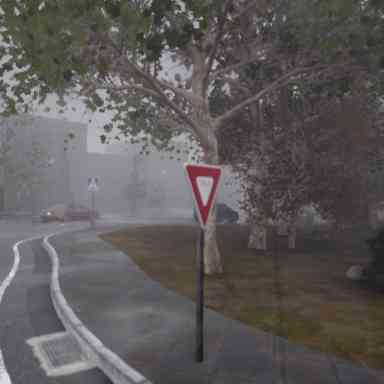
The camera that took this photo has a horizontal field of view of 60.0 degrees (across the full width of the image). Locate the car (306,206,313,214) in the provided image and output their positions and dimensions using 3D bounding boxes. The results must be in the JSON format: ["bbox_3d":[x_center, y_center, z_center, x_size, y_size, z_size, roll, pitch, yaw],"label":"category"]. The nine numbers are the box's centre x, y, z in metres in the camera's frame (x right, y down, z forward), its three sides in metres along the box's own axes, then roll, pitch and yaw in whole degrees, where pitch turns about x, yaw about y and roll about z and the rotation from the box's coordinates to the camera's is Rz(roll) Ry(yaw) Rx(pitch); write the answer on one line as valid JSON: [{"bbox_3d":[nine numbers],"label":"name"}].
[{"bbox_3d":[27.837,4.340,77.244,2.435,2.045,5.566,1,-1,43],"label":"car"}]

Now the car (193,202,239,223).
[{"bbox_3d":[2.448,2.062,33.013,2.150,2.045,5.566,1,-4,41],"label":"car"}]

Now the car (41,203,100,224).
[{"bbox_3d":[-8.443,1.463,23.446,1.994,1.385,4.181,1,-2,25],"label":"car"}]

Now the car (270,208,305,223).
[{"bbox_3d":[12.625,3.331,44.071,1.882,1.535,5.008,1,-3,43],"label":"car"}]

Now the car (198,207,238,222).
[{"bbox_3d":[3.063,2.608,38.328,1.837,1.490,4.892,1,-4,42],"label":"car"}]
